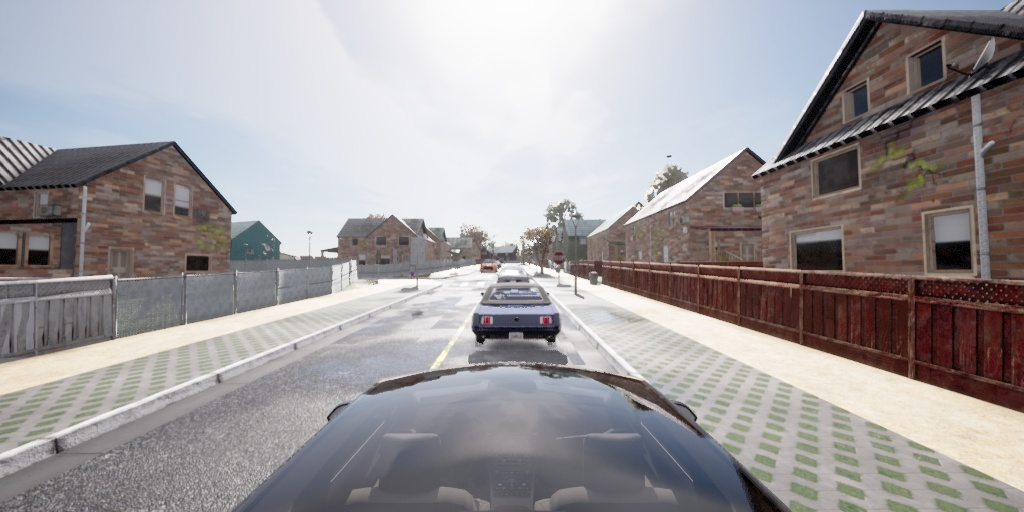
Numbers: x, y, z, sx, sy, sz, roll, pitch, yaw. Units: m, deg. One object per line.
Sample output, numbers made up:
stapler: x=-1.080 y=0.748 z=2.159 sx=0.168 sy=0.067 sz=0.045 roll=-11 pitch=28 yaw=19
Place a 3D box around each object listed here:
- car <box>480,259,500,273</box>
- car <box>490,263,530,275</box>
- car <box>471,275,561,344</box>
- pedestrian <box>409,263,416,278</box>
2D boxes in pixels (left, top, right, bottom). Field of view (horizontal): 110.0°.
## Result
car: x=-2.948 y=1.220 z=46.385 sx=2.097 sy=1.767 sz=4.553 roll=0 pitch=0 yaw=0
car: x=0.053 y=1.327 z=20.453 sx=2.033 sy=1.411 sz=5.357 roll=0 pitch=0 yaw=0
car: x=0.082 y=1.359 z=9.602 sx=1.895 sy=1.301 sz=4.718 roll=0 pitch=0 yaw=0
pedestrian: x=-9.993 y=1.252 z=35.905 sx=0.375 sy=1.860 sz=0.375 roll=0 pitch=-2 yaw=5
